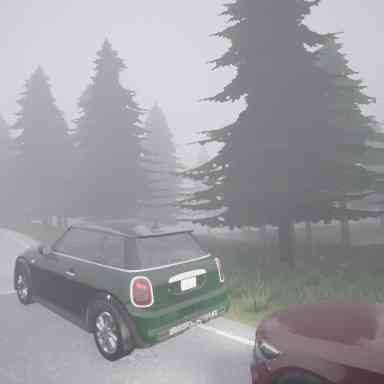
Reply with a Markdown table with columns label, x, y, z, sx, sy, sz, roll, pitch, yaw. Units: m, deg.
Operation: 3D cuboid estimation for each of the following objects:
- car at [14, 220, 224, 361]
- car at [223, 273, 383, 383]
| label | x | y | z | sx | sy | sz | roll | pitch | yaw |
| --- | --- | --- | --- | --- | --- | --- | --- | --- | --- |
| car | -1.576 | 1.308 | 6.221 | 4.553 | 1.767 | 2.097 | 1 | 1 | 44 |
| car | 2.749 | 1.531 | 2.595 | 4.674 | 1.442 | 1.812 | 1 | 0 | 36 |
